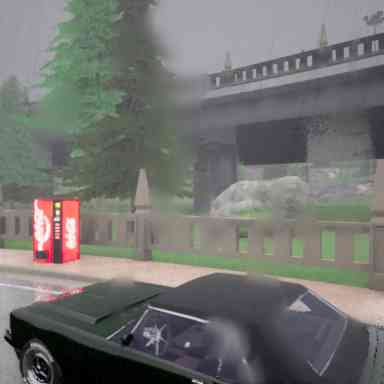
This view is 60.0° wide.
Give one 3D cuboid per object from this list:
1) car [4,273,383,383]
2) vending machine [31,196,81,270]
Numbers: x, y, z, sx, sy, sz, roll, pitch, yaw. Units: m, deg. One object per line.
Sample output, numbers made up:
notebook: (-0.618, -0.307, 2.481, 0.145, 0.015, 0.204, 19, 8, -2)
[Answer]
car: (0.095, 1.600, 3.524, 4.718, 1.301, 1.895, 0, 0, 33)
vending machine: (-4.150, 1.195, 10.209, 0.880, 2.100, 1.100, 0, 0, 22)
